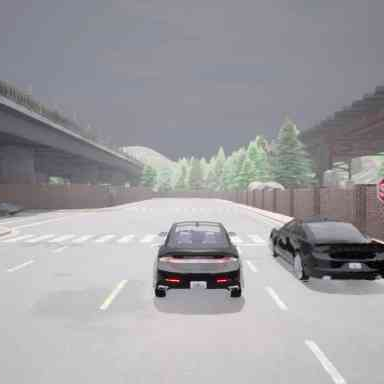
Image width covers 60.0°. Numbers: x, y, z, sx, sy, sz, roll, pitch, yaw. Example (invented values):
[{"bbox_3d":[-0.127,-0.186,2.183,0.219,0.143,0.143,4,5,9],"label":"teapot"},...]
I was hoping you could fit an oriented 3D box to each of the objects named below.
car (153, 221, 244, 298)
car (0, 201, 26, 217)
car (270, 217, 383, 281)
[{"bbox_3d":[0.144,1.492,8.526,2.128,1.511,4.902,0,0,1],"label":"car"},{"bbox_3d":[-18.451,1.547,30.900,5.357,1.411,2.033,0,0,-1],"label":"car"},{"bbox_3d":[3.660,1.478,9.878,1.882,1.535,5.008,0,0,1],"label":"car"}]
